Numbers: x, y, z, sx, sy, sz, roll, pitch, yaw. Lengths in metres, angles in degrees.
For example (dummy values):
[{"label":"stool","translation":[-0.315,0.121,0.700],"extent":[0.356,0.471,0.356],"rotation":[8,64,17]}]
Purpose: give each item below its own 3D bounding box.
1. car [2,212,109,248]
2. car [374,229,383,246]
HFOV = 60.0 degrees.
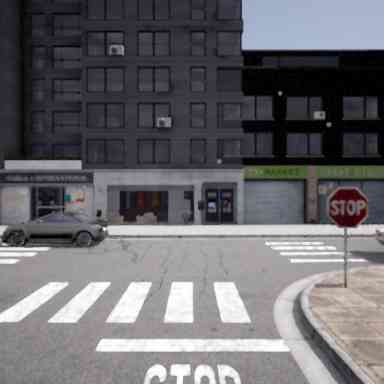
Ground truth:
[{"label":"car","translation":[-5.728,1.557,14.264],"extent":[4.181,1.385,1.994],"rotation":[0,0,0]},{"label":"car","translation":[9.060,1.570,11.387],"extent":[4.718,1.301,1.895],"rotation":[0,0,-1]}]
